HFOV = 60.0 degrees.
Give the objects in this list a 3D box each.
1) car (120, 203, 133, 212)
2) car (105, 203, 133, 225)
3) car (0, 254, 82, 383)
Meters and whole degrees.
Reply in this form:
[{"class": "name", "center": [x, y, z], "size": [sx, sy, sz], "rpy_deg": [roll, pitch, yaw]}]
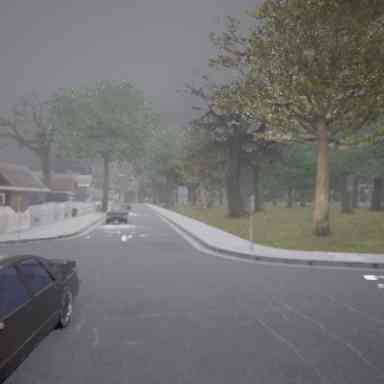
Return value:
[{"class": "car", "center": [-10.418, 2.374, 52.939], "size": [1.895, 1.301, 4.718], "rpy_deg": [0, -1, -9]}, {"class": "car", "center": [-6.382, 1.972, 28.800], "size": [2.033, 1.411, 5.357], "rpy_deg": [0, -1, -9]}, {"class": "car", "center": [-2.976, 1.618, 4.362], "size": [2.033, 1.411, 5.357], "rpy_deg": [0, -1, -3]}]
